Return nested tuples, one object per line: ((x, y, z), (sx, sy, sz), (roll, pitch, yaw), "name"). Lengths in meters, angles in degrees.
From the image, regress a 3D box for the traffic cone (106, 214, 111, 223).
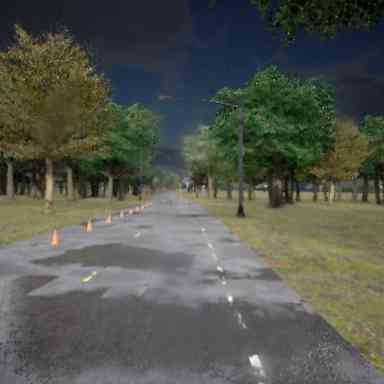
((-6.058, 1.927, 24.334), (0.340, 0.580, 0.340), (0, 0, -1), "traffic cone")

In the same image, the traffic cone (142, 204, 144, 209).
((-6.595, 1.912, 44.282), (0.340, 0.580, 0.340), (0, 0, -2), "traffic cone")

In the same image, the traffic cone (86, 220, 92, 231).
((-5.969, 1.932, 19.345), (0.340, 0.580, 0.340), (0, 0, -1), "traffic cone")

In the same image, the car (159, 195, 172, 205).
((-4.530, 1.307, 57.206), (2.097, 1.767, 4.553), (0, 0, -3), "car")

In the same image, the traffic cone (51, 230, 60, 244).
((-5.899, 1.938, 14.357), (0.340, 0.580, 0.340), (0, 0, -1), "traffic cone")

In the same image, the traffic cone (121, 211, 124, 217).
((-6.165, 1.922, 29.321), (0.340, 0.580, 0.340), (0, 0, -1), "traffic cone")
